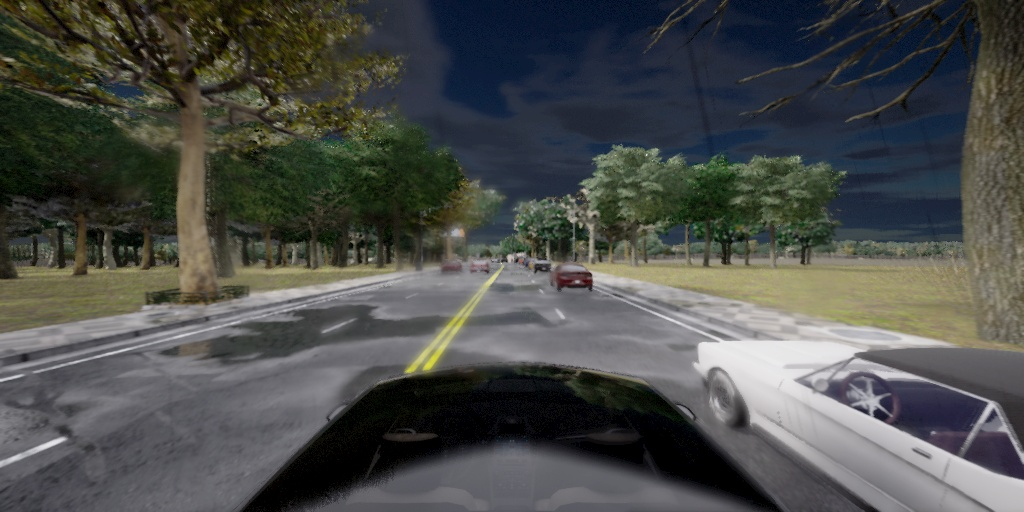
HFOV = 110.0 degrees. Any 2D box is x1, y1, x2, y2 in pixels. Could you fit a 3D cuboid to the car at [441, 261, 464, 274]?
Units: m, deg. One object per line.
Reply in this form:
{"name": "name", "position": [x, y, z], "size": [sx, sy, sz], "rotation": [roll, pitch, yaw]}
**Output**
{"name": "car", "position": [-6.584, 1.242, 39.588], "size": [1.895, 1.301, 4.718], "rotation": [0, 0, 0]}

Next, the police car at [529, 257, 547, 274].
{"name": "police car", "position": [3.255, 1.067, 38.896], "size": [1.930, 1.638, 5.238], "rotation": [0, 0, 0]}

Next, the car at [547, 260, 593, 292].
{"name": "car", "position": [3.353, 1.156, 20.812], "size": [1.882, 1.535, 5.008], "rotation": [0, 0, 0]}

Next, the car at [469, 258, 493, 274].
{"name": "car", "position": [-3.332, 1.168, 38.364], "size": [1.812, 1.442, 4.674], "rotation": [0, 0, 0]}

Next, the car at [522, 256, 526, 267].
{"name": "car", "position": [3.252, 0.995, 60.784], "size": [2.097, 1.767, 4.553], "rotation": [0, 0, 0]}

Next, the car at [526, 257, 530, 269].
{"name": "car", "position": [3.256, 1.095, 49.978], "size": [1.801, 1.575, 5.366], "rotation": [0, 0, 0]}

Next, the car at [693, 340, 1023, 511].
{"name": "car", "position": [3.351, 1.347, 2.665], "size": [1.895, 1.301, 4.718], "rotation": [0, 0, 0]}
